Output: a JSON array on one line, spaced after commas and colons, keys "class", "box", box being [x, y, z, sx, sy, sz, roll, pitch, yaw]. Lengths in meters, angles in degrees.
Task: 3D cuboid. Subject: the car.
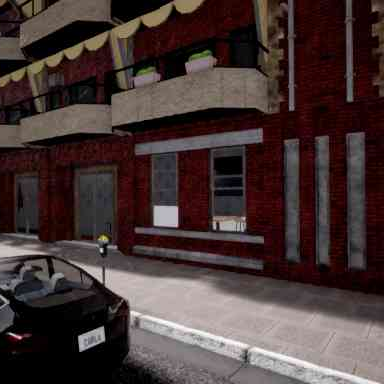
[{"class": "car", "box": [-2.735, 1.567, 4.679, 4.313, 1.339, 1.947, 0, -1, 35]}]
